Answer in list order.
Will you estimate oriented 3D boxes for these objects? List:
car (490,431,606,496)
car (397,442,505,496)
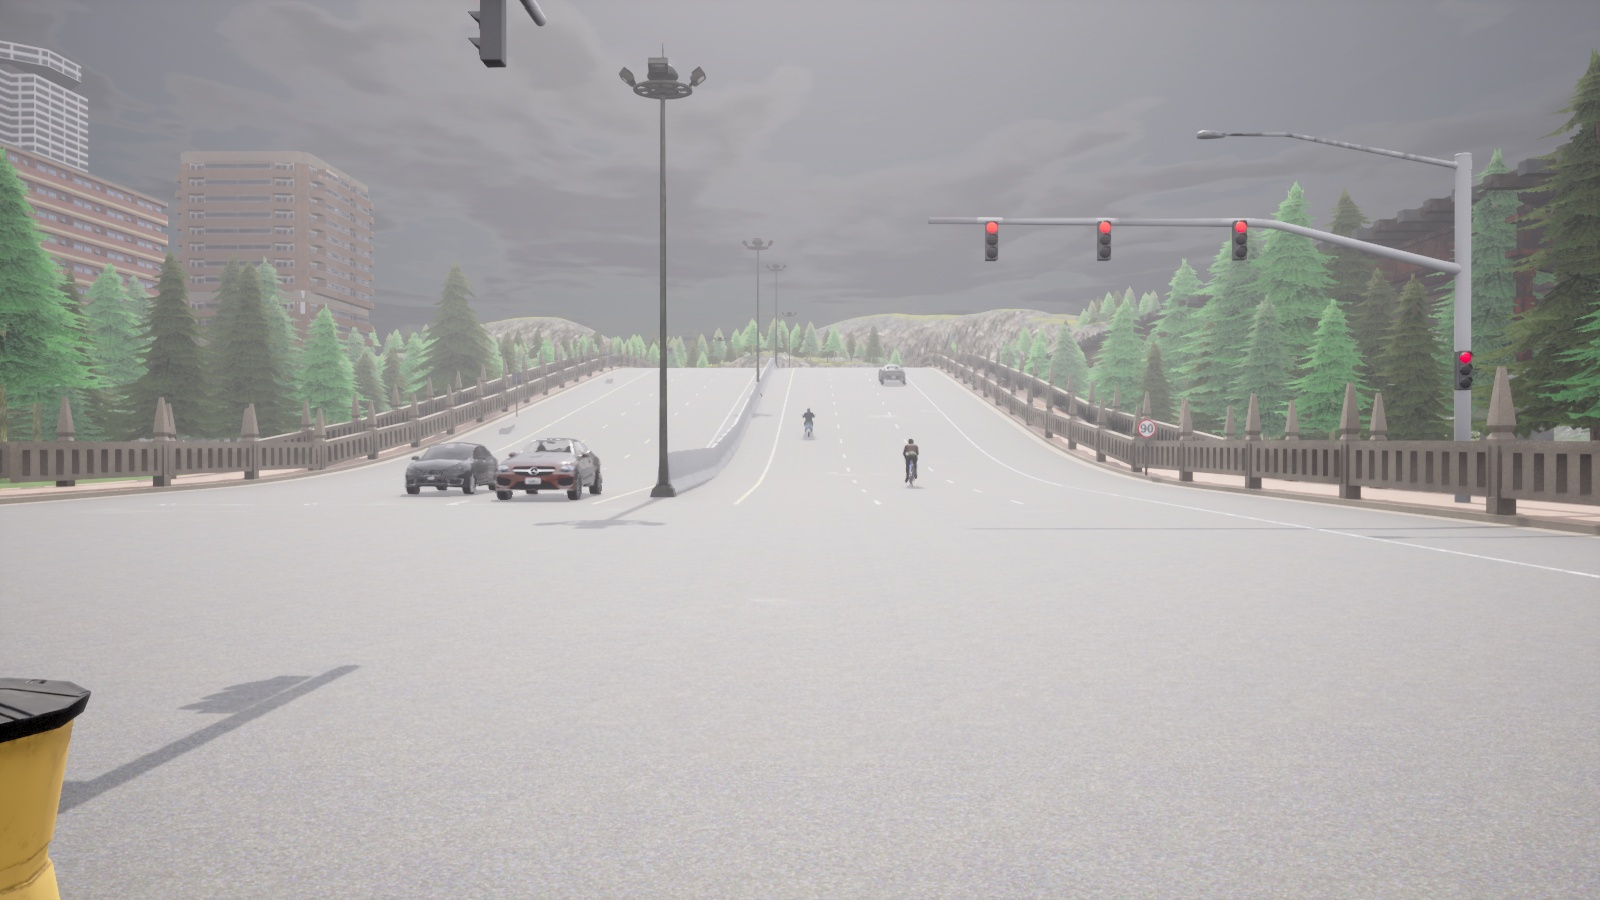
[{"bbox_3d":[-6.799,0.322,34.443,2.152,1.651,5.027,0,0,0],"label":"car"},{"bbox_3d":[-10.283,0.527,37.374,1.837,1.490,4.892,0,0,0],"label":"car"}]
